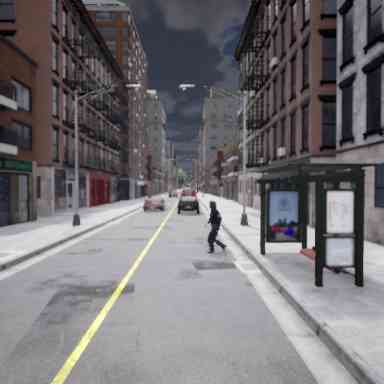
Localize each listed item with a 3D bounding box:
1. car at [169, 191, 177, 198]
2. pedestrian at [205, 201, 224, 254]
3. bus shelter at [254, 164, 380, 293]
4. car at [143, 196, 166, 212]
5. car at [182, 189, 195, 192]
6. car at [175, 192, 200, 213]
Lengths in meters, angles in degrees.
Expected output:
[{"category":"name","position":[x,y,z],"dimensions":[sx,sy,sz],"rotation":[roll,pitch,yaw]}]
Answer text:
[{"category":"car","position":[-3.925,0.507,70.317],"dimensions":[1.837,1.490,4.892],"rotation":[0,1,-1]},{"category":"pedestrian","position":[0.752,1.137,11.180],"dimensions":[0.375,1.860,0.375],"rotation":[0,1,-11]},{"category":"bus shelter","position":[3.020,0.749,9.033],"dimensions":[1.920,2.740,3.880],"rotation":[0,1,-1]},{"category":"car","position":[-3.506,1.088,31.537],"dimensions":[1.812,1.442,4.674],"rotation":[0,1,-1]},{"category":"car","position":[-0.502,0.585,45.547],"dimensions":[2.150,2.045,5.566],"rotation":[0,1,-3]},{"category":"car","position":[-0.311,1.060,30.082],"dimensions":[1.882,1.535,5.008],"rotation":[0,1,0]}]
